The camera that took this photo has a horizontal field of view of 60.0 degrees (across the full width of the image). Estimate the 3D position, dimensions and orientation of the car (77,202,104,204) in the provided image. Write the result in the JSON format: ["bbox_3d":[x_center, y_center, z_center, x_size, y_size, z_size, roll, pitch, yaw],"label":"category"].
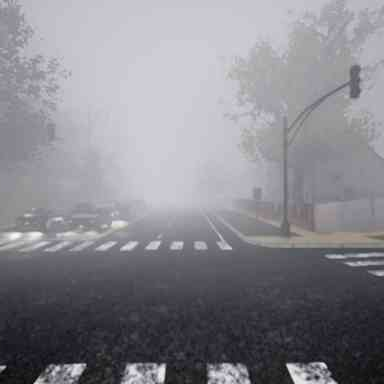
[{"bbox_3d":[-10.019,1.736,31.008,1.837,1.490,4.892,0,0,0],"label":"car"}]

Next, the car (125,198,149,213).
[{"bbox_3d":[-6.824,1.685,42.487,2.097,1.767,4.553,0,0,0],"label":"car"}]

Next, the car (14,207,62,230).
[{"bbox_3d":[-9.972,1.722,22.100,1.994,1.385,4.181,0,0,0],"label":"car"}]

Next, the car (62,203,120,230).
[{"bbox_3d":[-6.727,1.716,22.811,2.033,1.411,5.357,0,0,0],"label":"car"}]

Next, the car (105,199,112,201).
[{"bbox_3d":[-10.069,1.668,41.113,2.097,1.767,4.553,0,0,0],"label":"car"}]

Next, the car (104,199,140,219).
[{"bbox_3d":[-6.777,1.741,32.585,2.128,1.511,4.902,0,0,0],"label":"car"}]

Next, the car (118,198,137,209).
[{"bbox_3d":[-10.084,1.767,52.116,2.097,1.767,4.553,0,-1,0],"label":"car"}]
